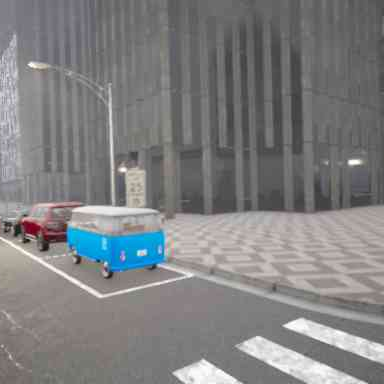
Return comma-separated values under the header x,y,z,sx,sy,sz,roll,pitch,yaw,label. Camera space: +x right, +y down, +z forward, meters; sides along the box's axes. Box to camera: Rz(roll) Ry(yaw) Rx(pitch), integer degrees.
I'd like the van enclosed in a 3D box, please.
x,y,z,sx,sy,sz,roll,pitch,yaw,label
-2.423,1.335,9.925,1.690,1.788,3.998,-2,1,-38,van

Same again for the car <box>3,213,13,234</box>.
x,y,z,sx,sy,sz,roll,pitch,yaw,label
-9.394,1.666,18.792,1.947,1.339,4.313,-2,1,-38,car

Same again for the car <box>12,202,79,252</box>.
x,y,z,sx,sy,sz,roll,pitch,yaw,label
-5.913,1.363,14.357,2.192,1.841,5.009,-2,1,-38,car
